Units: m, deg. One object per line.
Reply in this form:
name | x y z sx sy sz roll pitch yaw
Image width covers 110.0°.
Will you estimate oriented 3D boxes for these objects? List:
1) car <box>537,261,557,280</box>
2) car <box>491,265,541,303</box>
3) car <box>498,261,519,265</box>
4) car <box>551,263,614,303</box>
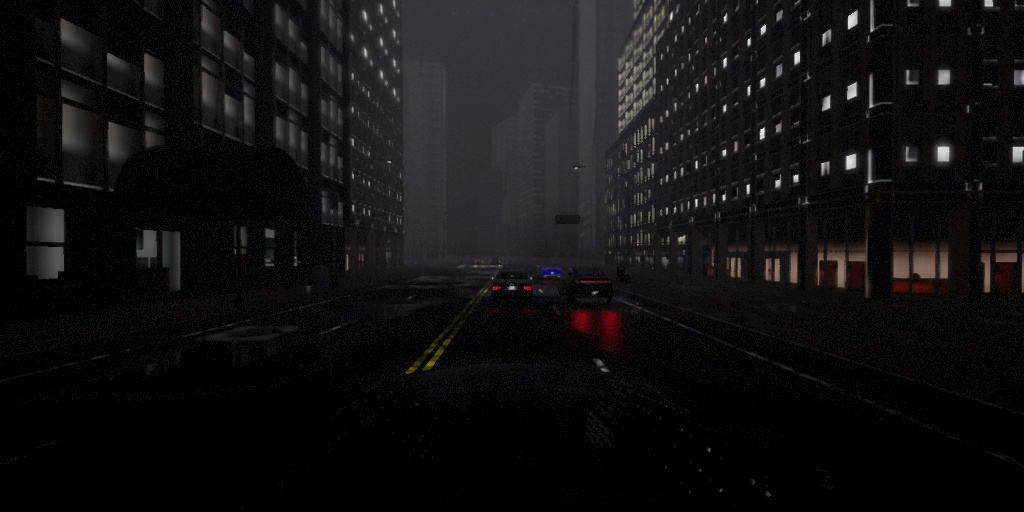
car | 3.250 1.213 31.502 1.882 1.535 5.008 0 0 0
car | 0.000 1.304 16.501 2.033 1.411 5.357 0 0 0
car | 0.000 1.344 31.532 1.895 1.301 4.718 0 0 0
car | 3.250 1.236 16.501 2.128 1.511 4.902 0 0 0
